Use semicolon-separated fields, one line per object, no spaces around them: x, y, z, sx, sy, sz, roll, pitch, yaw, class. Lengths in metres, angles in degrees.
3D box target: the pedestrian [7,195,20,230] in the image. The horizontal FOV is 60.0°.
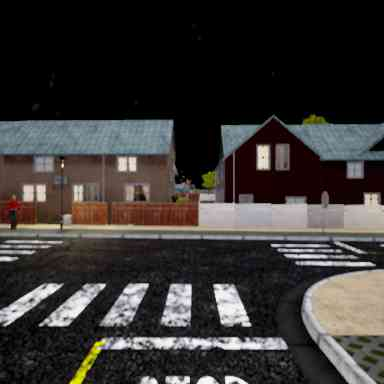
-9.326;1.049;17.379;0.375;1.860;0.375;0;0;1;pedestrian
